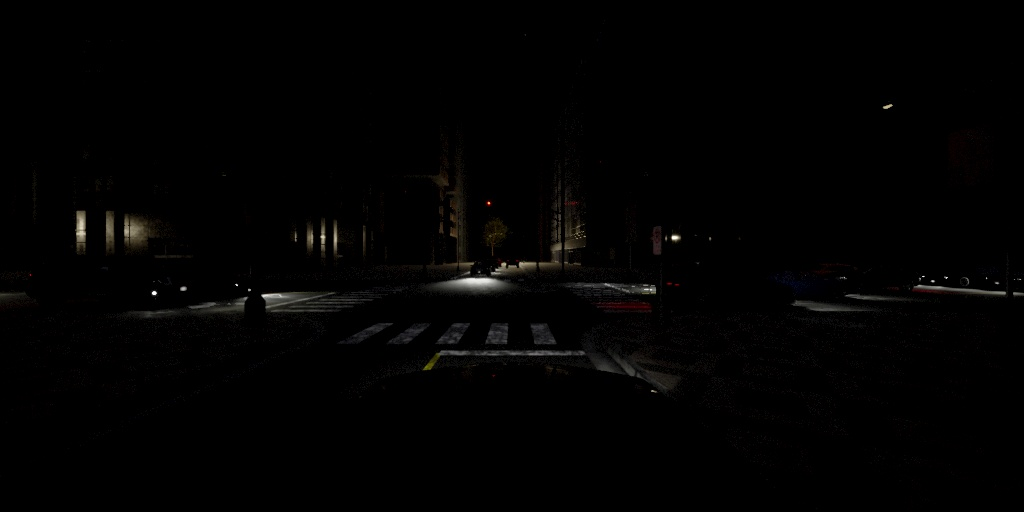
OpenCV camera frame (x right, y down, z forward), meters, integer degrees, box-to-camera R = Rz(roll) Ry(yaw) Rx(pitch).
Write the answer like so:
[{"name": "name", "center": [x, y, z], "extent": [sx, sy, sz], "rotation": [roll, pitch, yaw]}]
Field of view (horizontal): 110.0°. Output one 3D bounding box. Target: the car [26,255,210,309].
[{"name": "car", "center": [-16.006, 0.967, 14.545], "extent": [5.566, 2.045, 2.150], "rotation": [0, 0, 2]}]

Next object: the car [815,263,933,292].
[{"name": "car", "center": [20.883, 1.261, 21.059], "extent": [4.902, 1.511, 2.128], "rotation": [0, 0, 0]}]

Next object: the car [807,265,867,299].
[{"name": "car", "center": [13.650, 1.314, 17.644], "extent": [5.357, 1.411, 2.033], "rotation": [0, 0, 0]}]

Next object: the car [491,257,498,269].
[{"name": "car", "center": [-3.096, 1.252, 46.038], "extent": [1.837, 1.490, 4.892], "rotation": [0, 0, 0]}]

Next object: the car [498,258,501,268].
[{"name": "car", "center": [-3.106, 1.311, 56.022], "extent": [1.994, 1.385, 4.181], "rotation": [0, 0, 0]}]

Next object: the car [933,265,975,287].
[{"name": "car", "center": [31.165, 1.325, 24.258], "extent": [5.357, 1.411, 2.033], "rotation": [0, 0, 1]}]

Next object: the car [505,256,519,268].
[{"name": "car", "center": [0.081, 0.969, 61.042], "extent": [2.150, 2.045, 5.566], "rotation": [0, 0, 0]}]

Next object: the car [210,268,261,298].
[{"name": "car", "center": [-15.626, 1.287, 17.770], "extent": [5.357, 1.411, 2.033], "rotation": [0, 0, 0]}]

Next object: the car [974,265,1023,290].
[{"name": "car", "center": [30.765, 1.309, 21.010], "extent": [4.674, 1.442, 1.812], "rotation": [0, 0, 0]}]

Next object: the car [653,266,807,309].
[{"name": "car", "center": [8.575, 1.272, 14.414], "extent": [4.892, 1.490, 1.837], "rotation": [0, 0, 0]}]

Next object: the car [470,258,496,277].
[{"name": "car", "center": [-3.080, 1.239, 36.082], "extent": [2.128, 1.511, 4.902], "rotation": [0, 0, 0]}]
